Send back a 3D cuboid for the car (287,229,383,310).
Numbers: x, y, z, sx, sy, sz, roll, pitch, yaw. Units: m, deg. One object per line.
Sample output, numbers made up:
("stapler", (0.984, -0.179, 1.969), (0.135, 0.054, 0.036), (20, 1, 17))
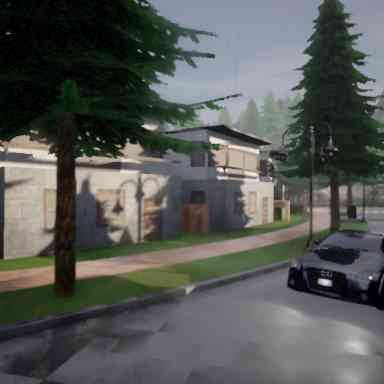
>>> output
("car", (4.040, 1.626, 8.024), (1.994, 1.385, 4.181), (0, 0, 45))
